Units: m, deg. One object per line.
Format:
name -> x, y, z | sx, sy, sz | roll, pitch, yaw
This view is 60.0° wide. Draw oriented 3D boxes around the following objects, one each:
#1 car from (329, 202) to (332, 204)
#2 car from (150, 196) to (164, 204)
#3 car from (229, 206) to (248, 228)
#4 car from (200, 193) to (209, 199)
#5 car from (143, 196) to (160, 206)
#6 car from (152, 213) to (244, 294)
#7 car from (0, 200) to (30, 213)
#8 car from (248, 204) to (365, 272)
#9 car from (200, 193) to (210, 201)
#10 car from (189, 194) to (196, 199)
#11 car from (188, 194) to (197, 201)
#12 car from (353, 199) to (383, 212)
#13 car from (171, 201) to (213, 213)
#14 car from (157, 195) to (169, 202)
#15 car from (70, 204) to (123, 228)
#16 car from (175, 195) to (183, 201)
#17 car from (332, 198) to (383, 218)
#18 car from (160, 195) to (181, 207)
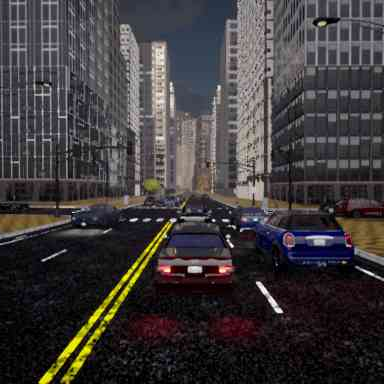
car -> 16.485, 1.602, 36.757 | 4.892, 1.490, 1.837 | 0, 1, -1
car -> -6.440, 1.475, 62.322 | 2.033, 1.411, 5.357 | 0, 0, 0
car -> 3.390, 1.529, 20.277 | 2.033, 1.411, 5.357 | 0, 0, 0
car -> 3.428, 1.061, 92.151 | 2.097, 1.767, 4.553 | 0, 0, 0
car -> -6.493, 1.448, 52.442 | 1.837, 1.490, 4.892 | 0, 0, 0
car -> 0.110, 1.540, 8.922 | 2.033, 1.411, 5.357 | 0, 0, 1
car -> -19.345, 1.431, 34.193 | 4.718, 1.301, 1.895 | 1, 1, 1
car -> 3.370, 1.343, 10.892 | 2.097, 1.767, 4.553 | 0, 0, 0
car -> 3.409, 1.364, 81.762 | 1.882, 1.535, 5.008 | 0, 0, 0
car -> 0.178, 1.246, 92.189 | 2.033, 1.411, 5.357 | 0, 0, 0
car -> 0.159, 1.386, 81.771 | 1.837, 1.490, 4.892 | 0, 0, 0
car -> 21.885, 1.627, 39.225 | 4.829, 1.417, 1.752 | 1, 0, 1
car -> 0.136, 1.475, 18.668 | 2.128, 1.511, 4.902 | 0, 0, 0
car -> -6.360, 1.450, 72.992 | 2.033, 1.411, 5.357 | 0, 0, 0
car -> -6.225, 1.526, 22.462 | 2.033, 1.411, 5.357 | 0, 0, 5
car -> -3.097, 1.398, 79.576 | 1.837, 1.490, 4.892 | 0, 0, 0
car -> 16.260, 1.506, 30.950 | 5.009, 1.841, 2.192 | 1, 0, 1
car -> -3.224, 1.298, 50.602 | 2.097, 1.767, 4.553 | 0, 0, -1
